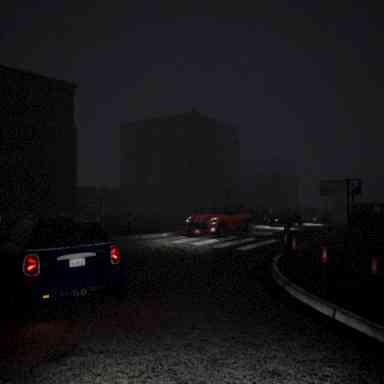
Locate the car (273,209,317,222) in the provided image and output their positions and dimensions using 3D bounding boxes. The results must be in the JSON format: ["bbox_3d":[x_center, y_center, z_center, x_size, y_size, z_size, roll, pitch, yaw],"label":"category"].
[{"bbox_3d":[14.008,3.205,45.213,5.366,1.575,1.946,0,-4,34],"label":"car"}]

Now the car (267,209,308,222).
[{"bbox_3d":[12.247,3.063,42.886,4.674,1.452,2.002,0,-4,34],"label":"car"}]

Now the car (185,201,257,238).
[{"bbox_3d":[1.568,1.491,18.687,2.097,1.767,4.553,0,-1,36],"label":"car"}]

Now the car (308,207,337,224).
[{"bbox_3d":[14.734,2.879,38.322,2.128,1.511,4.902,0,-4,34],"label":"car"}]

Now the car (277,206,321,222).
[{"bbox_3d":[15.309,3.127,47.561,5.566,2.045,2.435,0,-4,34],"label":"car"}]

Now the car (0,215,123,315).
[{"bbox_3d":[-3.472,1.351,7.955,2.097,1.767,4.553,0,0,-38],"label":"car"}]

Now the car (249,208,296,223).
[{"bbox_3d":[9.260,2.705,38.333,4.792,1.488,2.163,0,-4,34],"label":"car"}]

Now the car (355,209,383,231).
[{"bbox_3d":[15.003,2.159,24.733,5.008,1.535,2.097,0,-4,33],"label":"car"}]

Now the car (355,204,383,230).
[{"bbox_3d":[16.497,2.079,27.037,5.566,2.045,2.435,0,-4,34],"label":"car"}]

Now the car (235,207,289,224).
[{"bbox_3d":[7.544,2.495,36.131,5.366,1.575,1.946,0,-4,34],"label":"car"}]

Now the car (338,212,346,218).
[{"bbox_3d":[39.146,5.879,83.523,5.566,2.045,2.435,0,-4,34],"label":"car"}]

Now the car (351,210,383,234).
[{"bbox_3d":[13.465,2.029,22.358,4.792,1.488,2.163,0,-3,34],"label":"car"}]

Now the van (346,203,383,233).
[{"bbox_3d":[12.007,1.639,20.001,4.442,1.987,1.878,0,-3,34],"label":"van"}]

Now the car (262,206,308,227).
[{"bbox_3d":[7.963,2.124,28.132,1.837,1.490,4.892,0,-3,33],"label":"car"}]

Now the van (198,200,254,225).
[{"bbox_3d":[2.929,1.760,29.045,4.442,1.987,1.878,0,-3,34],"label":"van"}]

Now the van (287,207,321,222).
[{"bbox_3d":[16.773,3.330,49.931,4.442,1.987,1.878,0,-4,34],"label":"van"}]

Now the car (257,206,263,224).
[{"bbox_3d":[6.119,2.187,33.590,4.553,1.767,2.185,0,-3,34],"label":"car"}]
